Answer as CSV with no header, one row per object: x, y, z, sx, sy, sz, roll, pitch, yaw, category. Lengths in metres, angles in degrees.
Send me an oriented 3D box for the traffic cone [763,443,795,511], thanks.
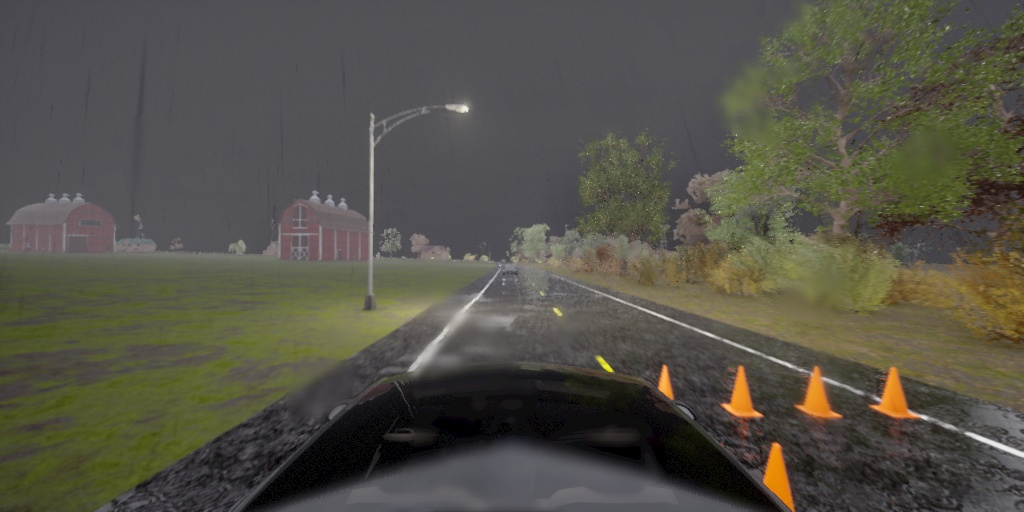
2.009,1.725,2.723,0.340,0.580,0.340,0,0,0,traffic cone

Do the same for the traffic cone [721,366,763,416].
3.017,1.747,4.719,0.340,0.580,0.340,0,0,0,traffic cone

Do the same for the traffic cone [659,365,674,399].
2.017,1.742,4.723,0.340,0.580,0.340,0,0,0,traffic cone

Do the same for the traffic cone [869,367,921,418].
5.016,1.758,4.711,0.340,0.580,0.340,0,0,0,traffic cone

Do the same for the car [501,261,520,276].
-0.210,1.605,42.549,1.837,1.490,4.892,0,-1,-1,car

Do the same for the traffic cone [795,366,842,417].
4.017,1.753,4.715,0.340,0.580,0.340,0,0,0,traffic cone
